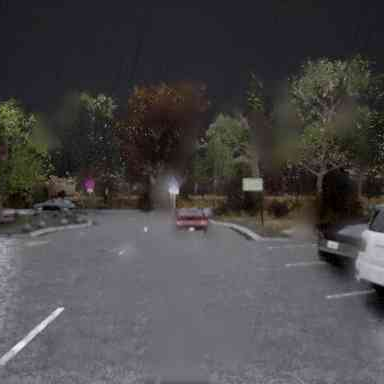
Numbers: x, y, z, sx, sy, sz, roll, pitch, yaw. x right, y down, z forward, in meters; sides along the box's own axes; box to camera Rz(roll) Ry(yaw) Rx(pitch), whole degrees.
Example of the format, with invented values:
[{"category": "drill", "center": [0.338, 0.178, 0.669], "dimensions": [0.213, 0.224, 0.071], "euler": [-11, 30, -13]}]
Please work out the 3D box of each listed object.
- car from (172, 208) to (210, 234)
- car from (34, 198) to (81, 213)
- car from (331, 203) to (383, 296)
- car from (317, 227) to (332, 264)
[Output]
[{"category": "car", "center": [-0.186, 1.557, 18.759], "dimensions": [1.895, 1.301, 4.718], "euler": [0, 0, -4]}, {"category": "car", "center": [-14.066, 1.415, 34.791], "dimensions": [4.902, 1.511, 2.128], "euler": [0, 0, 10]}, {"category": "car", "center": [5.969, 1.220, 6.677], "dimensions": [5.566, 2.045, 2.435], "euler": [1, 0, -20]}, {"category": "car", "center": [5.964, 1.494, 9.702], "dimensions": [4.792, 1.488, 2.163], "euler": [1, 0, -20]}]
